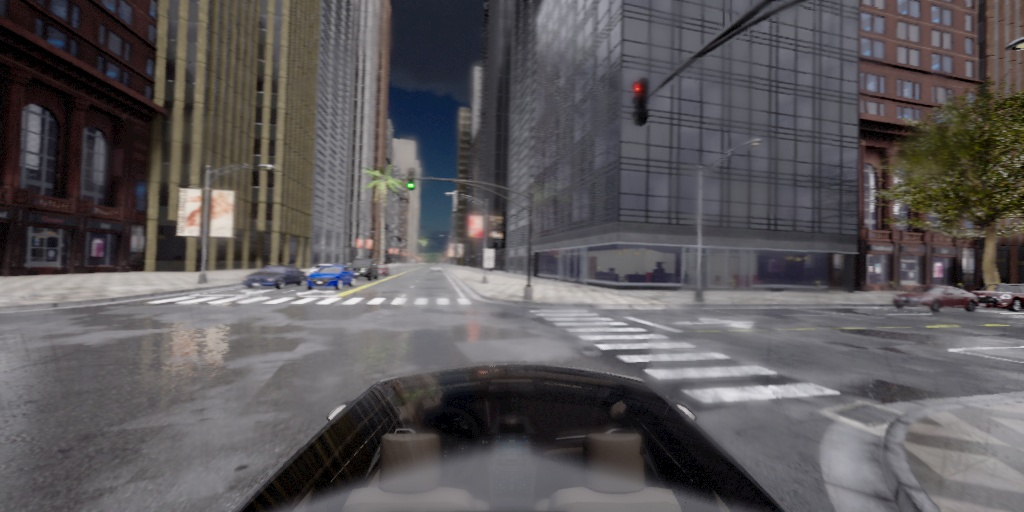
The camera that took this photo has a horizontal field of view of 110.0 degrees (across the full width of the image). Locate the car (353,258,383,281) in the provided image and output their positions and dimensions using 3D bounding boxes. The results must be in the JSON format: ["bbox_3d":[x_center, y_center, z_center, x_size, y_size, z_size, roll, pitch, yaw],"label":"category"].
[{"bbox_3d":[-13.977,1.241,33.768,2.150,2.045,5.566,2,-1,-12],"label":"car"}]

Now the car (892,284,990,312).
[{"bbox_3d":[22.806,2.260,19.298,4.207,1.307,1.802,0,0,-13],"label":"car"}]

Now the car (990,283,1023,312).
[{"bbox_3d":[28.303,2.283,20.542,4.097,1.591,1.967,0,0,-13],"label":"car"}]

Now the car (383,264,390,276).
[{"bbox_3d":[-16.088,1.703,43.834,1.812,1.442,4.674,2,-1,-12],"label":"car"}]

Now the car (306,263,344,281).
[{"bbox_3d":[-17.180,1.441,33.147,1.812,1.442,4.674,2,-1,-12],"label":"car"}]

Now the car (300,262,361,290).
[{"bbox_3d":[-11.903,1.349,23.873,1.882,1.535,5.008,2,-1,-10],"label":"car"}]

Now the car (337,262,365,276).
[{"bbox_3d":[-19.278,1.565,43.168,2.128,1.511,4.902,2,-1,-12],"label":"car"}]

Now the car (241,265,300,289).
[{"bbox_3d":[-15.049,1.315,23.186,2.033,1.411,5.357,2,-1,-9],"label":"car"}]
